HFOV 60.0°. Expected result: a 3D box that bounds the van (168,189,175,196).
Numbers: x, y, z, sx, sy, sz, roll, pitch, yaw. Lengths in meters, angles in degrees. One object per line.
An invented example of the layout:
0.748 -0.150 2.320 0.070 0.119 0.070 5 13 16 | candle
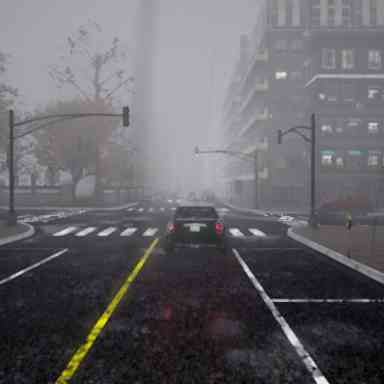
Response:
-5.698 0.148 92.737 1.690 1.788 3.998 0 1 0 | van

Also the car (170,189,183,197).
-3.052 0.703 60.189 1.837 1.490 4.892 0 1 1 | car

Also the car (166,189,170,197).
-5.693 0.530 58.958 2.192 1.841 5.009 0 1 0 | car

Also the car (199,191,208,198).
2.685 0.552 75.851 1.887 1.381 4.507 0 1 0 | car

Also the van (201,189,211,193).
2.688 0.626 53.330 1.690 1.788 3.998 0 1 0 | van

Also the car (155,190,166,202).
-5.692 0.813 53.162 1.752 1.417 4.829 0 1 0 | car

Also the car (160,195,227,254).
0.251 1.172 12.815 2.097 1.767 4.553 0 1 4 | car

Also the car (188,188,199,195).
-0.007 0.545 70.785 1.882 1.535 5.008 0 1 0 | car

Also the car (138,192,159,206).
-5.692 0.996 42.072 1.947 1.339 4.313 0 1 0 | car

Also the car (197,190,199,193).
2.685 0.627 70.222 2.008 1.369 4.403 0 1 0 | car

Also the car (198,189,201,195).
2.686 0.585 64.591 1.967 1.590 4.097 0 1 0 | car

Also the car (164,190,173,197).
-5.696 0.380 81.479 1.967 1.590 4.097 0 1 0 | car

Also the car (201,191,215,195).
2.688 0.902 47.702 1.887 1.381 4.507 0 1 0 | car

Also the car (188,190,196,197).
-0.007 0.298 81.202 1.882 1.535 5.008 0 1 0 | car

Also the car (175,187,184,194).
-3.008 -0.055 75.759 2.150 2.045 5.566 0 1 0 | car

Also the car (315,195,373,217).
13.463 1.190 29.753 5.009 1.841 2.192 1 0 -1 | car

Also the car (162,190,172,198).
-5.695 0.447 75.850 1.967 1.590 4.097 0 1 0 | car
